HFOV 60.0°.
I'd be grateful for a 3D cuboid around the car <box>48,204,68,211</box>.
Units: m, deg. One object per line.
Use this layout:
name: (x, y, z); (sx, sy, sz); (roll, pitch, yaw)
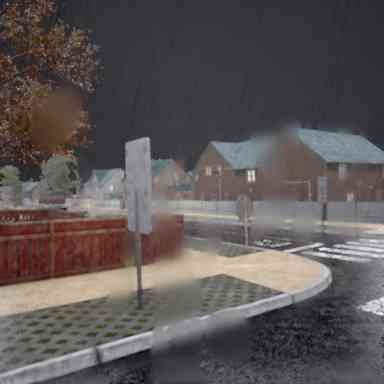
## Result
car: (-18.852, 2.383, 46.707); (1.895, 1.301, 4.718); (-2, 0, -36)
